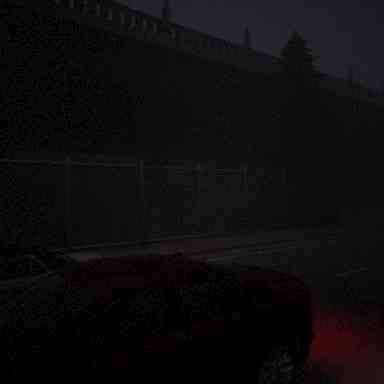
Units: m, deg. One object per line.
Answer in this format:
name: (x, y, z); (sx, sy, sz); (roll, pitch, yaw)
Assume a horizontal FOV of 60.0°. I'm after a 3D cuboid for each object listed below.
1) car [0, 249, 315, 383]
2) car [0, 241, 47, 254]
car: (-0.834, 1.471, 3.396); (5.008, 1.535, 1.882); (0, 0, -36)
car: (-3.637, 1.600, 5.689); (4.718, 1.301, 1.895); (0, 0, -35)
